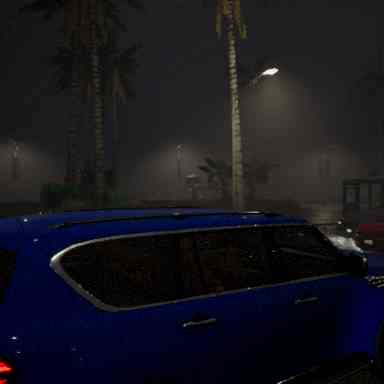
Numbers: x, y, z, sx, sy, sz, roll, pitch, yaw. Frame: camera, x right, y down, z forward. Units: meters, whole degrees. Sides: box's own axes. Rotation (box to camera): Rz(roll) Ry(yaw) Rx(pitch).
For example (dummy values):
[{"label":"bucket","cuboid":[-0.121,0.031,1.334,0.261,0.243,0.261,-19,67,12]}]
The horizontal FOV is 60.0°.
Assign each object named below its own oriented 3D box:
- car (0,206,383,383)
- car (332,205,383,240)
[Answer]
[{"label":"car","cuboid":[0.393,1.198,3.853,5.566,2.045,2.150,0,0,-32]},{"label":"car","cuboid":[9.836,1.397,16.577,5.357,1.411,2.033,0,0,-22]}]
